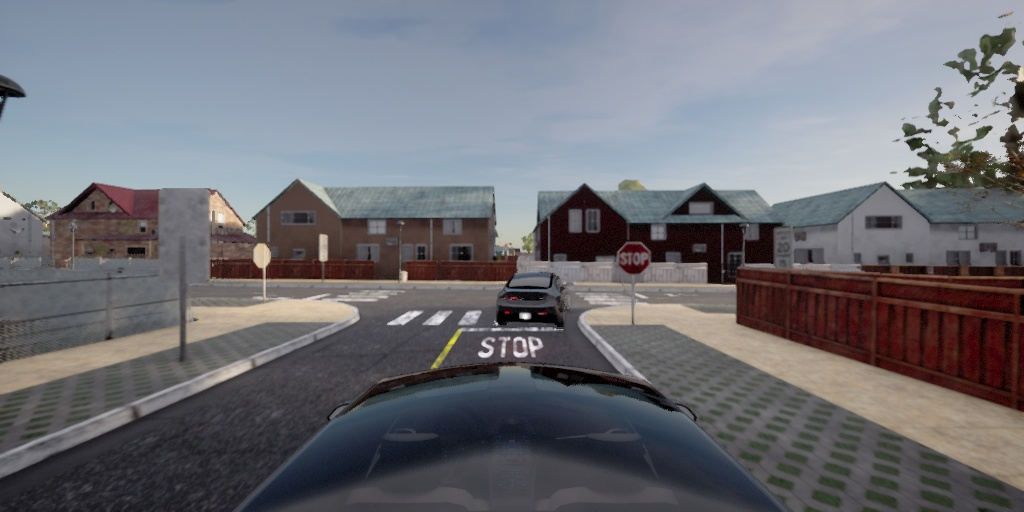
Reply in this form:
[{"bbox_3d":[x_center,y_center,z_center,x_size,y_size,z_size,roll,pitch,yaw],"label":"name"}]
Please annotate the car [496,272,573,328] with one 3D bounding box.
[{"bbox_3d":[0.818,1.232,11.338,1.837,1.490,4.892,0,0,12],"label":"car"}]
